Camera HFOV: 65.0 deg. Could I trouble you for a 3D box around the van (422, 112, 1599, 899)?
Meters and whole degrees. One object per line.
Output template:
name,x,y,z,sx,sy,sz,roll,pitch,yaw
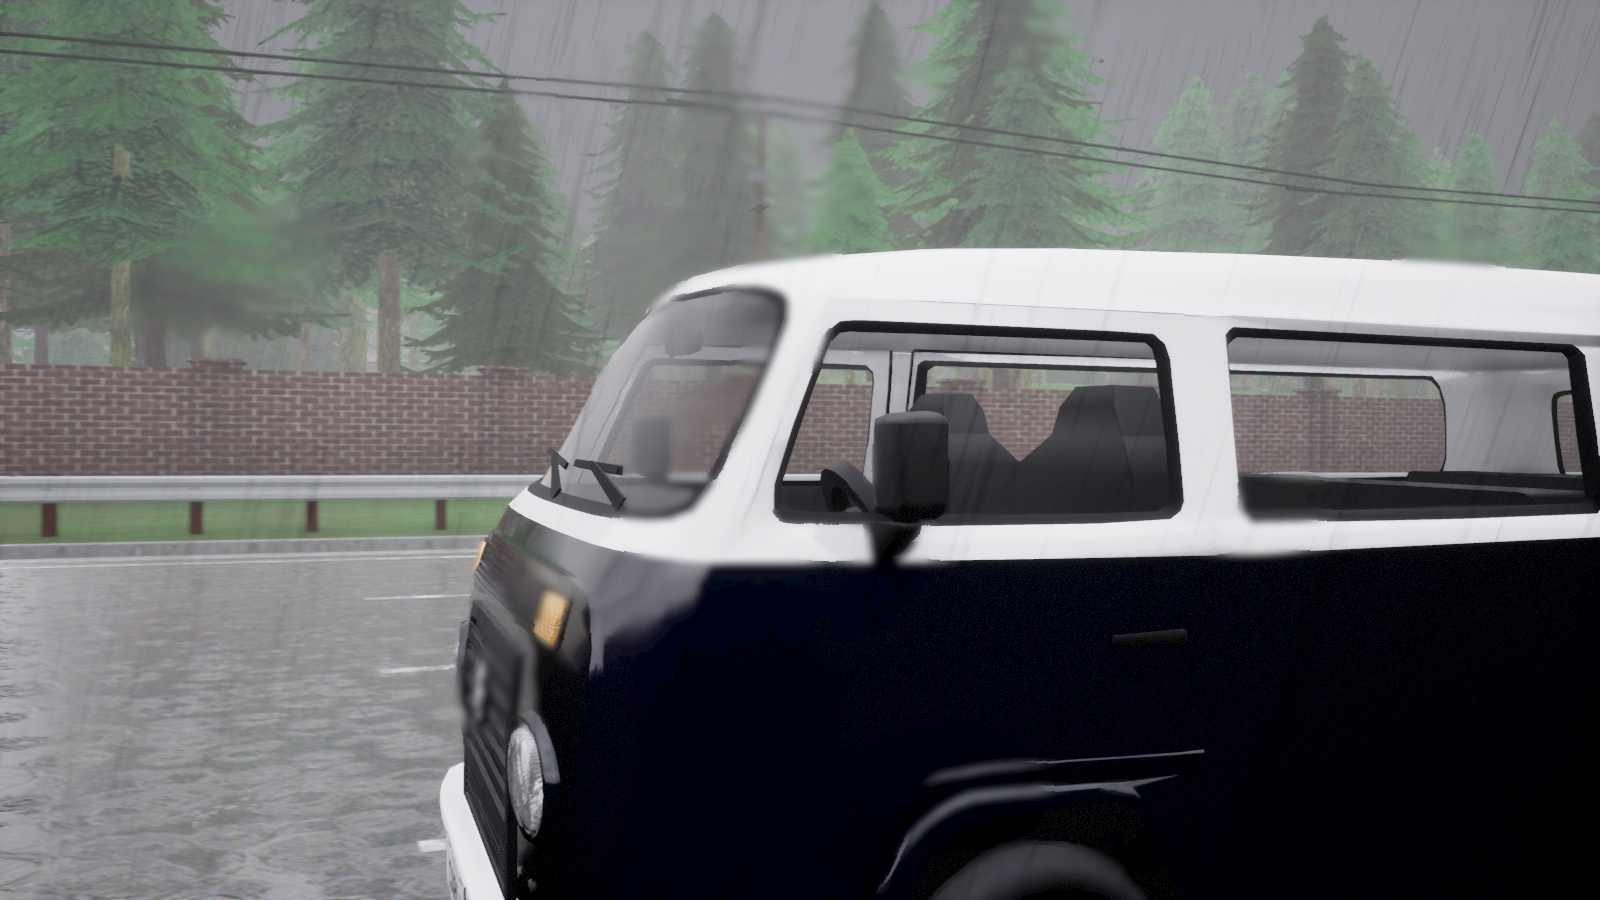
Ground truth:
van,1.302,0.447,3.730,4.480,2.038,2.069,-1,1,-21
